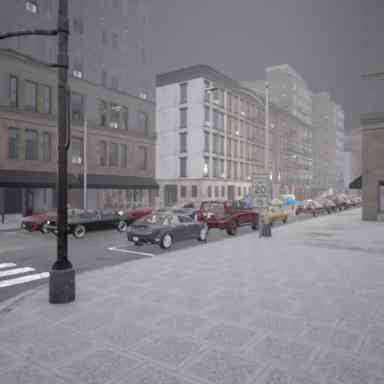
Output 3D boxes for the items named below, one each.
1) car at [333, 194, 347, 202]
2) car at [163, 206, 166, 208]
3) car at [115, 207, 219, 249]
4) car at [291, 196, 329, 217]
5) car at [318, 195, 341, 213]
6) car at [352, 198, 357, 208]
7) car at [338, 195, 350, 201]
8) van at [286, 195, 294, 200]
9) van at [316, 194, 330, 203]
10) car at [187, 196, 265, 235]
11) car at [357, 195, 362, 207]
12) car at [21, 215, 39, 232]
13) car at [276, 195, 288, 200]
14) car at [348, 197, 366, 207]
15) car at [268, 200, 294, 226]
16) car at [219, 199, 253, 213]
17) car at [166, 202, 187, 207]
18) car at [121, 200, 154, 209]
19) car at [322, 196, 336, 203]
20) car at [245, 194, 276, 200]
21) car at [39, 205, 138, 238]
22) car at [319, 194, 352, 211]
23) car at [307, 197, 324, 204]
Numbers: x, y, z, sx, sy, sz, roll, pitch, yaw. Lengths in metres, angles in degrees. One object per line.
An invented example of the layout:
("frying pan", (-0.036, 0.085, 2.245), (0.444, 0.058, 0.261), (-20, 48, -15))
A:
("car", (36.073, 1.322, 81.164), (2.192, 1.841, 5.009), (0, 0, 35))
("car", (-1.253, 1.534, 28.056), (2.008, 1.369, 4.403), (0, 0, 35))
("car", (-0.909, 1.573, 14.590), (2.008, 1.369, 4.403), (0, 0, 35))
("car", (11.533, 1.469, 32.292), (1.967, 1.590, 4.097), (0, 0, 35))
("car", (14.643, 1.471, 36.717), (1.967, 1.590, 4.097), (0, 0, 35))
("car", (20.864, 1.617, 45.569), (1.802, 1.307, 4.206), (0, 0, 35))
("car", (39.182, 1.552, 85.590), (1.887, 1.381, 4.507), (0, 0, 35))
("van", (14.299, 1.335, 50.183), (1.690, 1.788, 3.998), (0, 0, 35))
("van", (26.741, 1.344, 67.886), (1.690, 1.788, 3.998), (0, 0, 35))
("car", (2.202, 1.338, 19.014), (2.192, 1.841, 5.009), (0, 0, 35))
("car", (23.974, 1.604, 49.995), (1.947, 1.339, 4.313), (0, 0, 35))
("car", (-7.474, 1.524, 19.204), (1.887, 1.381, 4.507), (0, 0, 35))
("car", (11.090, 1.516, 45.619), (1.752, 1.417, 4.829), (0, 0, 35))
("car", (27.085, 1.591, 54.421), (2.008, 1.369, 4.403), (0, 0, 35))
("car", (5.410, 1.550, 23.580), (1.752, 1.417, 4.829), (0, 0, 35))
("car", (4.967, 1.532, 36.907), (1.887, 1.381, 4.507), (0, 0, 35))
("car", (0.430, 1.501, 26.041), (1.837, 1.490, 4.892), (0, 0, 35))
("car", (-4.364, 1.421, 23.629), (1.967, 1.590, 4.097), (0, 0, 35))
("car", (29.851, 1.549, 72.313), (1.887, 1.381, 4.507), (0, 0, 35))
("car", (6.403, 1.221, 34.512), (2.150, 2.045, 5.566), (0, 0, 35))
("car", (-5.329, 1.594, 17.843), (1.895, 1.301, 4.718), (0, 0, 32))
("car", (17.754, 1.348, 41.143), (2.192, 1.841, 5.009), (0, 0, 35))
("car", (23.630, 1.567, 63.461), (1.947, 1.339, 4.313), (0, 0, 35))
